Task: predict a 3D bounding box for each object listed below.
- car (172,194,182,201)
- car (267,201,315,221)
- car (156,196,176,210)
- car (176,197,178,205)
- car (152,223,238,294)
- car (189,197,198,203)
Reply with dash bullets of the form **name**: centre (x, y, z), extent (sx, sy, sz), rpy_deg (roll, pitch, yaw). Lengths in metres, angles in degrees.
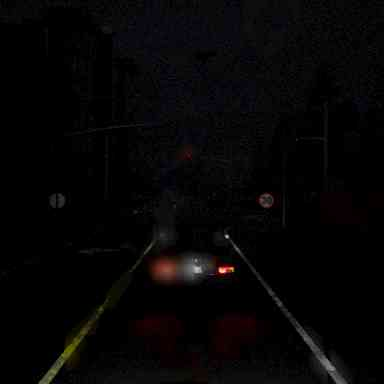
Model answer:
- **car**: centre (-3.327, 1.208, 74.318), extent (1.895, 1.301, 4.718), rpy_deg (0, 0, 0)
- **car**: centre (8.399, 1.490, 26.476), extent (4.892, 1.490, 1.837), rpy_deg (0, 1, 2)
- **car**: centre (-3.484, 1.504, 43.443), extent (1.837, 1.490, 4.892), rpy_deg (0, 0, 0)
- **car**: centre (-3.440, 1.490, 58.914), extent (2.128, 1.511, 4.902), rpy_deg (0, 0, 0)
- **car**: centre (0.080, 1.547, 8.908), extent (2.033, 1.411, 5.357), rpy_deg (0, 0, 0)
- **car**: centre (0.262, 1.599, 69.680), extent (1.895, 1.301, 4.718), rpy_deg (0, 0, 0)
